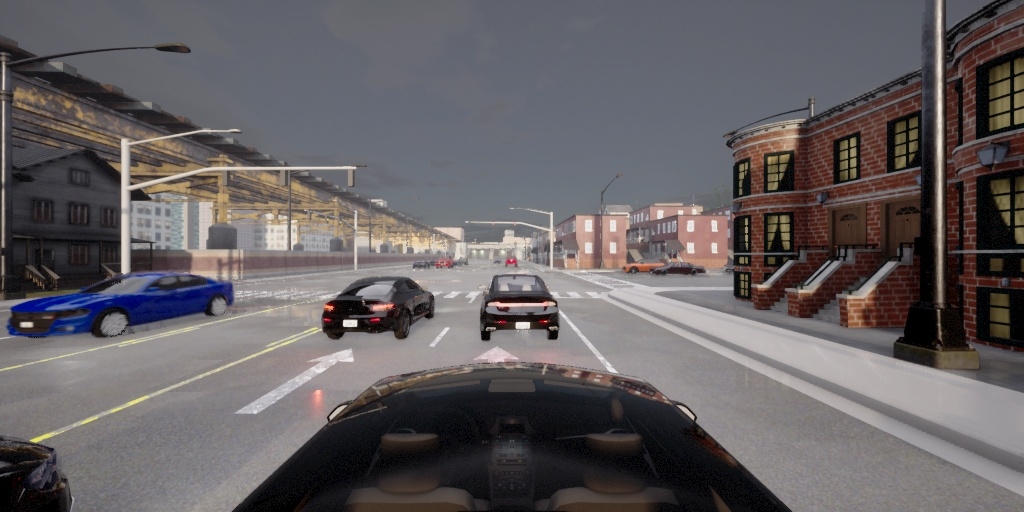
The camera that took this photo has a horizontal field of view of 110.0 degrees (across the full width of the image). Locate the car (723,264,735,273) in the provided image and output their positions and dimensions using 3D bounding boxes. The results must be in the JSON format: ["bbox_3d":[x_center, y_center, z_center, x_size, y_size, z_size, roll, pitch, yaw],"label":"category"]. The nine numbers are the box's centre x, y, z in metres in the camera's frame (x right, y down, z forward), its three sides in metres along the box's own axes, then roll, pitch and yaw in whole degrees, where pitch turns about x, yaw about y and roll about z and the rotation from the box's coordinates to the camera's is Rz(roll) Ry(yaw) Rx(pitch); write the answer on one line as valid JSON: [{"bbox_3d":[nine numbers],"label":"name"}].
[{"bbox_3d":[26.305,1.240,40.261,4.902,1.511,2.128,0,0,0],"label":"car"}]

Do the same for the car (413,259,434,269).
[{"bbox_3d":[-14.239,1.314,56.571,1.994,1.385,4.181,0,0,0],"label":"car"}]

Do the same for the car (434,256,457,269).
[{"bbox_3d":[-10.747,0.971,57.671,2.150,2.045,5.566,0,0,-1],"label":"car"}]

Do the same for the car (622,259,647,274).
[{"bbox_3d":[14.739,1.102,40.225,4.553,1.767,2.097,0,0,0],"label":"car"}]

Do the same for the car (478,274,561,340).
[{"bbox_3d":[0.091,1.242,9.927,2.128,1.511,4.902,0,0,-3],"label":"car"}]

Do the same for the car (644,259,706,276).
[{"bbox_3d":[16.896,1.297,36.741,5.357,1.411,2.033,0,0,0],"label":"car"}]

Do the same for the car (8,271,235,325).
[{"bbox_3d":[-10.568,1.227,10.324,1.882,1.535,5.008,0,0,1],"label":"car"}]

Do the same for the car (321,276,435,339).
[{"bbox_3d":[-3.451,1.276,9.960,1.812,1.442,4.674,0,0,0],"label":"car"}]
